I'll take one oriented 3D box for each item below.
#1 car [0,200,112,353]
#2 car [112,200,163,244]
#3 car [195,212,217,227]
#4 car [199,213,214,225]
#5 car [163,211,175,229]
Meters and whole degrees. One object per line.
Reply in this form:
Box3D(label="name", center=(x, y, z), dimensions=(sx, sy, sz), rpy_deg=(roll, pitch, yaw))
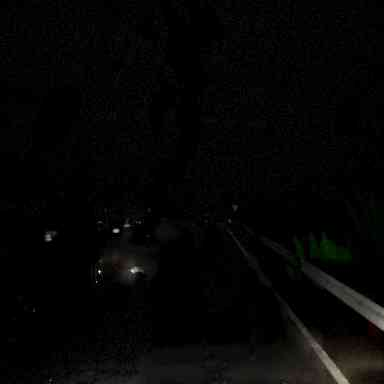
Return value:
Box3D(label="car", center=(-3.480, 1.210, 6.502), dimensions=(2.150, 2.045, 5.566), rpy_deg=(0, 0, 2))
Box3D(label="car", center=(-3.106, 1.399, 16.986), dimensions=(2.150, 2.045, 5.566), rpy_deg=(0, -2, 3))
Box3D(label="car", center=(1.457, 2.756, 33.622), dimensions=(1.812, 1.442, 4.674), rpy_deg=(0, -5, 3))
Box3D(label="car", center=(2.039, 3.500, 44.151), dimensions=(1.882, 1.535, 5.008), rpy_deg=(0, -4, 4))
Box3D(label="car", center=(-2.497, 2.293, 27.563), dimensions=(2.033, 1.411, 5.357), rpy_deg=(0, -4, 4))
